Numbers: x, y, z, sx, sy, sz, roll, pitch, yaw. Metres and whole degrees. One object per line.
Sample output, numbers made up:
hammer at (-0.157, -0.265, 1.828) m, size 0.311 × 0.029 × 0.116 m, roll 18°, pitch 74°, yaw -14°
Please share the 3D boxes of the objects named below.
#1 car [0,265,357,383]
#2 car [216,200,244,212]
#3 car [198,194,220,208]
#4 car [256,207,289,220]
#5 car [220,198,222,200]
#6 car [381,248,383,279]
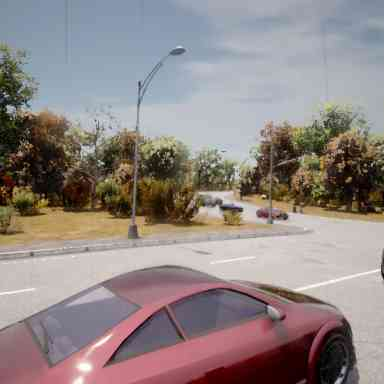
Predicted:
car at (-0.004, 1.572, 3.744) m, size 4.181 × 1.385 × 1.994 m, roll 0°, pitch 0°, yaw -36°
car at (5.515, 2.249, 46.913) m, size 1.895 × 1.301 × 4.718 m, roll 3°, pitch 0°, yaw -18°
car at (2.546, 1.514, 57.842) m, size 2.150 × 2.045 × 5.566 m, roll 3°, pitch 1°, yaw -13°
car at (9.031, 2.356, 37.634) m, size 1.994 × 1.385 × 4.181 m, roll 3°, pitch -1°, yaw -22°
car at (4.721, 1.614, 66.066) m, size 2.128 × 1.511 × 4.902 m, roll 2°, pitch 2°, yaw -9°
car at (7.017, 1.488, 8.798) m, size 4.553 × 1.767 × 2.097 m, roll 2°, pitch -1°, yaw -35°
